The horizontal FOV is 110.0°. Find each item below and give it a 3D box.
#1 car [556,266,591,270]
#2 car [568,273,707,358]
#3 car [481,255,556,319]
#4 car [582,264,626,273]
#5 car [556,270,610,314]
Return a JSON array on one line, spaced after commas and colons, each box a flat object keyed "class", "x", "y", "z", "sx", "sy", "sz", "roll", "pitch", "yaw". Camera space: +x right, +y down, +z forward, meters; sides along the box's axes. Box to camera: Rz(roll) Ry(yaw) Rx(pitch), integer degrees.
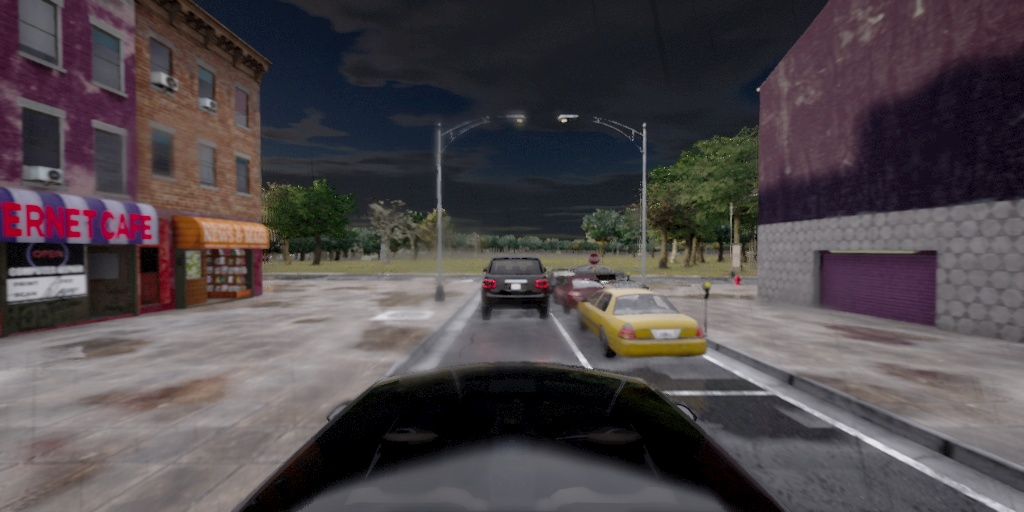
[{"class": "car", "x": 2.634, "y": 1.354, "z": 19.308, "sx": 2.007, "sy": 1.370, "sz": 4.403, "roll": 0, "pitch": 0, "yaw": 0}, {"class": "car", "x": 2.636, "y": 1.295, "z": 8.413, "sx": 1.751, "sy": 1.417, "sz": 4.829, "roll": 0, "pitch": 0, "yaw": 0}, {"class": "car", "x": 0.097, "y": 1.004, "z": 13.086, "sx": 2.150, "sy": 2.045, "sz": 5.566, "roll": 0, "pitch": 0, "yaw": 0}, {"class": "car", "x": 7.025, "y": 1.440, "z": 29.249, "sx": 4.902, "sy": 1.511, "sz": 2.128, "roll": 1, "pitch": 0, "yaw": -13}, {"class": "car", "x": 2.635, "y": 1.369, "z": 13.776, "sx": 1.802, "sy": 1.307, "sz": 4.207, "roll": 0, "pitch": 0, "yaw": 0}]
